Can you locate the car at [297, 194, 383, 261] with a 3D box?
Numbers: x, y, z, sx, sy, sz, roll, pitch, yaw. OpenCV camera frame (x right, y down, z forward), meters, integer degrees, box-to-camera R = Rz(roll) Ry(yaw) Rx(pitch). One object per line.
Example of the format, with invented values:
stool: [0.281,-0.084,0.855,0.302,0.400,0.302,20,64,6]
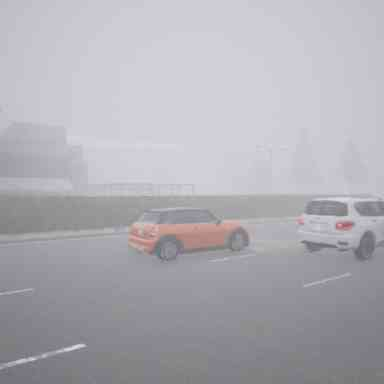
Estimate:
car: [6.360,1.221,12.581,5.566,2.045,2.150,0,0,-35]

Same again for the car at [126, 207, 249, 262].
car: [-0.012,1.352,12.334,4.553,1.767,2.097,0,0,-35]
